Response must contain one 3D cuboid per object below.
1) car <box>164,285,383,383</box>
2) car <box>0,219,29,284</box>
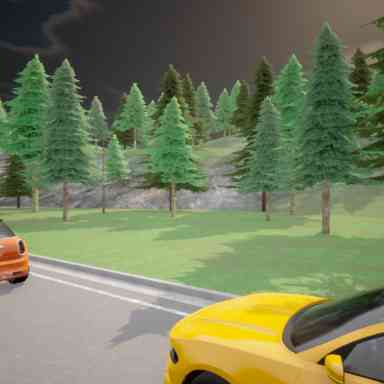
[{"bbox_3d":[2.028,1.478,2.545,5.008,1.535,1.882,0,0,35],"label":"car"},{"bbox_3d":[-6.122,1.352,8.334,4.553,1.767,2.097,0,0,35],"label":"car"}]
